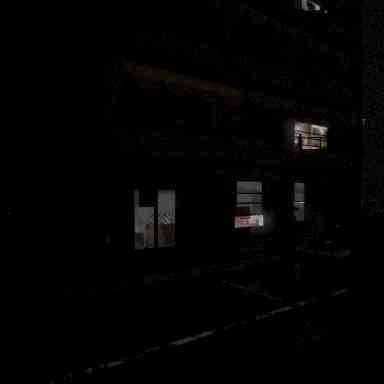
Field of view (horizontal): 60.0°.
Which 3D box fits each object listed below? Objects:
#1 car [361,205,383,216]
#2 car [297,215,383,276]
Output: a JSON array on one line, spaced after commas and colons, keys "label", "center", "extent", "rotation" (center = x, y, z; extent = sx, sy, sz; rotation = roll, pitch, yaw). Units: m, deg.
[{"label": "car", "center": [16.592, 1.895, 32.431], "extent": [1.895, 1.301, 4.718], "rotation": [0, -1, -36]}, {"label": "car", "center": [5.055, 1.582, 10.245], "extent": [4.206, 1.307, 1.802], "rotation": [0, 0, -36]}]
